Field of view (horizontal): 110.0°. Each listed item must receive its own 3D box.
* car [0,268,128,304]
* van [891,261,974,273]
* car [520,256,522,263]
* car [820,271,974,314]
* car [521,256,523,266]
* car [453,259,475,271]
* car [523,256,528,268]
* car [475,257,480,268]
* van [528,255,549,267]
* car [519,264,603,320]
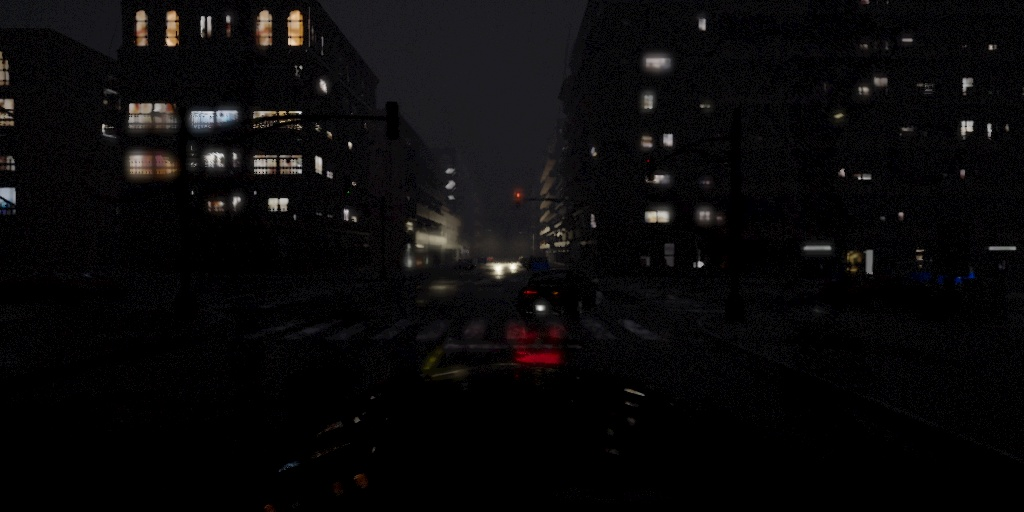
[{"bbox_3d":[-17.741,1.133,14.084,4.207,1.307,1.802,0,0,0],"label":"car"},{"bbox_3d":[26.096,1.204,22.374,3.998,1.789,1.690,0,0,0],"label":"van"},{"bbox_3d":[2.689,0.871,58.857,1.967,1.591,4.097,0,0,0],"label":"car"},{"bbox_3d":[14.711,1.415,14.026,4.507,1.381,1.888,0,0,0],"label":"car"},{"bbox_3d":[2.689,0.979,53.505,1.751,1.417,4.829,0,0,0],"label":"car"},{"bbox_3d":[-5.836,1.088,42.347,1.802,1.307,4.207,0,0,0],"label":"car"},{"bbox_3d":[2.730,0.820,42.296,2.192,1.841,5.009,0,0,0],"label":"car"},{"bbox_3d":[-5.836,1.045,47.868,1.948,1.339,4.313,0,0,0],"label":"car"},{"bbox_3d":[2.819,0.875,36.800,1.690,1.789,3.998,0,0,0],"label":"van"},{"bbox_3d":[1.801,1.186,12.397,1.837,1.490,4.892,-1,0,24],"label":"car"}]
